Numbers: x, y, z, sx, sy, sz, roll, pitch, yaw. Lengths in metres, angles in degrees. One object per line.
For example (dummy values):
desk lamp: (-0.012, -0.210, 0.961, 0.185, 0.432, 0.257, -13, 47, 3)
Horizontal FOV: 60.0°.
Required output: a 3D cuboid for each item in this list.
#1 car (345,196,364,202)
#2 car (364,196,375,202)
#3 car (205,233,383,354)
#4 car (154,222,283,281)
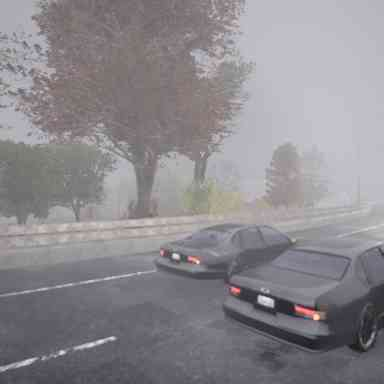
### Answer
car: (39.966, 1.771, 83.032, 2.128, 1.511, 4.902, 0, 0, 2)
car: (43.452, 1.785, 82.723, 2.033, 1.411, 5.357, 0, 0, 2)
car: (2.961, 1.581, 6.248, 5.357, 1.411, 2.033, 0, 0, -40)
car: (1.529, 1.597, 9.585, 5.357, 1.411, 2.033, 0, 0, -40)
